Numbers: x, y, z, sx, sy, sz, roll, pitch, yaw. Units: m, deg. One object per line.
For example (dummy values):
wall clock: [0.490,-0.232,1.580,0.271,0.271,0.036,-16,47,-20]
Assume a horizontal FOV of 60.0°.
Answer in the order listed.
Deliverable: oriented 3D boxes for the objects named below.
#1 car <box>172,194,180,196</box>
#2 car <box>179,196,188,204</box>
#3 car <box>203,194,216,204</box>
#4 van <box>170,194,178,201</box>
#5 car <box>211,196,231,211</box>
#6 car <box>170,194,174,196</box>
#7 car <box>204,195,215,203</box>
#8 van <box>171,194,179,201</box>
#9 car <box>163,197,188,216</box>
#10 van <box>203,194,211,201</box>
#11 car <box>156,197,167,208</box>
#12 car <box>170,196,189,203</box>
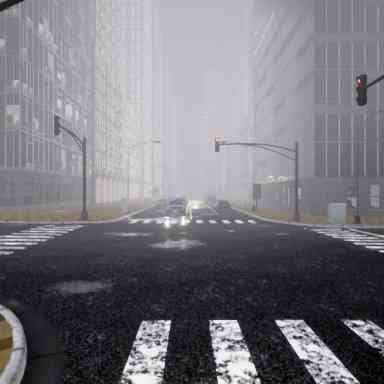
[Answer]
car: [-1.690,1.499,52.141,2.128,1.511,4.902,0,0,0]
car: [-1.700,1.547,67.589,1.812,1.442,4.674,0,0,0]
car: [3.639,1.313,63.942,2.192,1.841,5.009,0,0,0]
van: [-4.349,1.321,80.474,1.690,1.788,3.998,0,0,0]
car: [3.832,1.579,41.834,1.947,1.339,4.313,0,0,0]
car: [-4.241,1.564,63.891,1.947,1.339,4.313,0,0,0]
car: [3.603,1.432,69.470,1.967,1.590,4.097,0,0,0]
van: [-4.385,1.315,86.001,1.690,1.788,3.998,0,0,0]
car: [-1.571,1.543,33.059,1.812,1.442,4.674,0,0,0]
van: [3.531,1.321,80.525,1.690,1.788,3.998,0,0,0]
car: [-4.133,1.593,47.309,1.802,1.307,4.206,0,0,0]
car: [-1.630,1.539,42.176,1.812,1.442,4.674,0,0,0]
